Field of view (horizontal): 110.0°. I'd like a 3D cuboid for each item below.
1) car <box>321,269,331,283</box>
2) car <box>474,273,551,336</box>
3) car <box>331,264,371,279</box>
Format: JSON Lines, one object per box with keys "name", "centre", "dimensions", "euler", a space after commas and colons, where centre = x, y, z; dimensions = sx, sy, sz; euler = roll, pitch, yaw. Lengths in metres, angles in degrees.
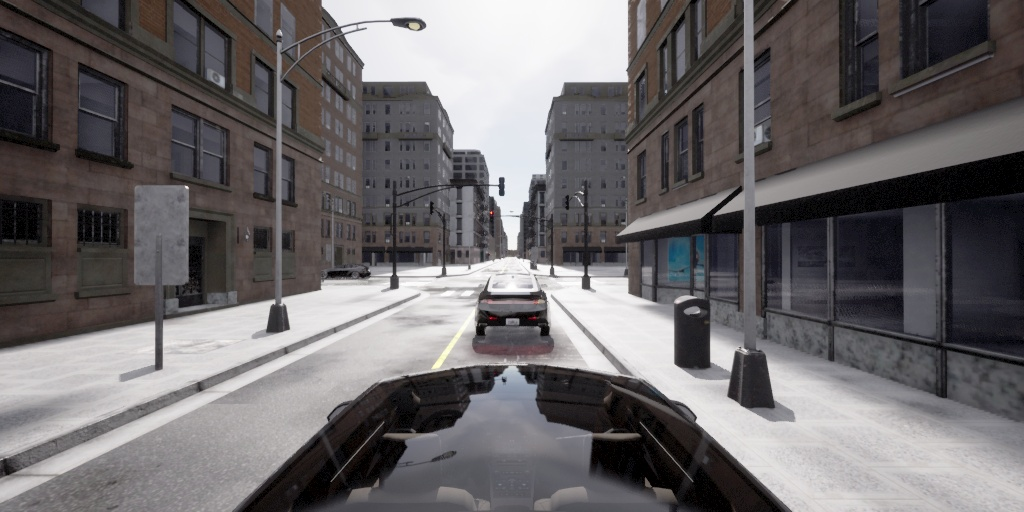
{"name": "car", "centre": [-14.705, 1.289, 23.552], "dimensions": [4.313, 1.339, 1.948], "euler": [0, 0, 0]}
{"name": "car", "centre": [0.025, 1.241, 10.362], "dimensions": [2.128, 1.511, 4.902], "euler": [0, 0, 0]}
{"name": "car", "centre": [-14.675, 1.329, 31.579], "dimensions": [4.313, 1.339, 1.948], "euler": [0, 0, 0]}
